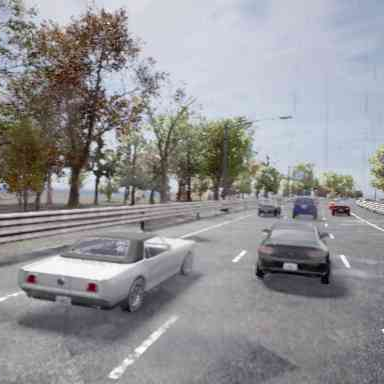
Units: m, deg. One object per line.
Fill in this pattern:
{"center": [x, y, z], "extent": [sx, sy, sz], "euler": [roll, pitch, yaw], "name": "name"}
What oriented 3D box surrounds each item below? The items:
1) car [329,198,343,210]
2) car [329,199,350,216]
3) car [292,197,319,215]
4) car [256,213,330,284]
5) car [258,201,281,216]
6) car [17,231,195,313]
{"center": [24.084, 2.001, 55.669], "extent": [2.097, 1.767, 4.553], "euler": [2, 1, 24], "name": "car"}
{"center": [17.520, 1.940, 39.343], "extent": [1.882, 1.535, 5.008], "euler": [2, 0, 21], "name": "car"}
{"center": [11.096, 1.506, 32.494], "extent": [2.150, 2.045, 5.566], "euler": [2, 0, 21], "name": "car"}
{"center": [3.054, 1.599, 9.969], "extent": [1.812, 1.442, 4.674], "euler": [2, 0, 19], "name": "car"}
{"center": [8.055, 1.684, 34.349], "extent": [2.128, 1.511, 4.902], "euler": [2, 0, 21], "name": "car"}
{"center": [-1.430, 1.547, 7.661], "extent": [1.895, 1.301, 4.718], "euler": [2, 0, 19], "name": "car"}
